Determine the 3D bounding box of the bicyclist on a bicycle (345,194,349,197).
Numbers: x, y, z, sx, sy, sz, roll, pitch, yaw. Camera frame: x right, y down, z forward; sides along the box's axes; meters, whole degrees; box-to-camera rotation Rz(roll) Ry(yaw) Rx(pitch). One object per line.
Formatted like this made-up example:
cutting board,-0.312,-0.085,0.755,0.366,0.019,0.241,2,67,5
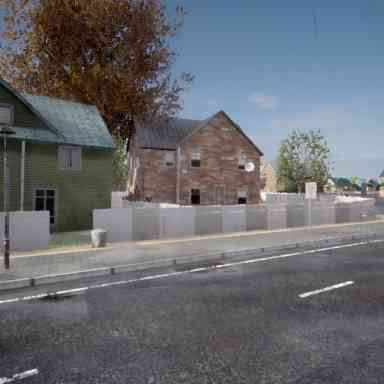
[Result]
bicyclist on a bicycle,20.169,1.036,43.373,1.656,1.620,0.582,1,0,-20

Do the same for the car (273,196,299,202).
car,12.940,1.010,46.192,1.882,1.535,5.008,1,0,-20

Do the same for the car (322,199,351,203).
car,16.256,1.190,36.867,1.837,1.490,4.892,1,1,-20
